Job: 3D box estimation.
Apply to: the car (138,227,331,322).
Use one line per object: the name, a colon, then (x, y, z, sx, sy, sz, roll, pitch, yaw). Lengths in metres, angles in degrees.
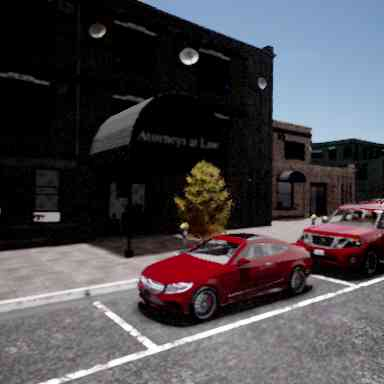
car: (0.903, 1.583, 7.191, 4.206, 1.307, 1.802, 0, 1, -35)

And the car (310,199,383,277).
car: (5.500, 1.316, 10.465, 5.009, 1.841, 2.192, 0, 1, -35)
